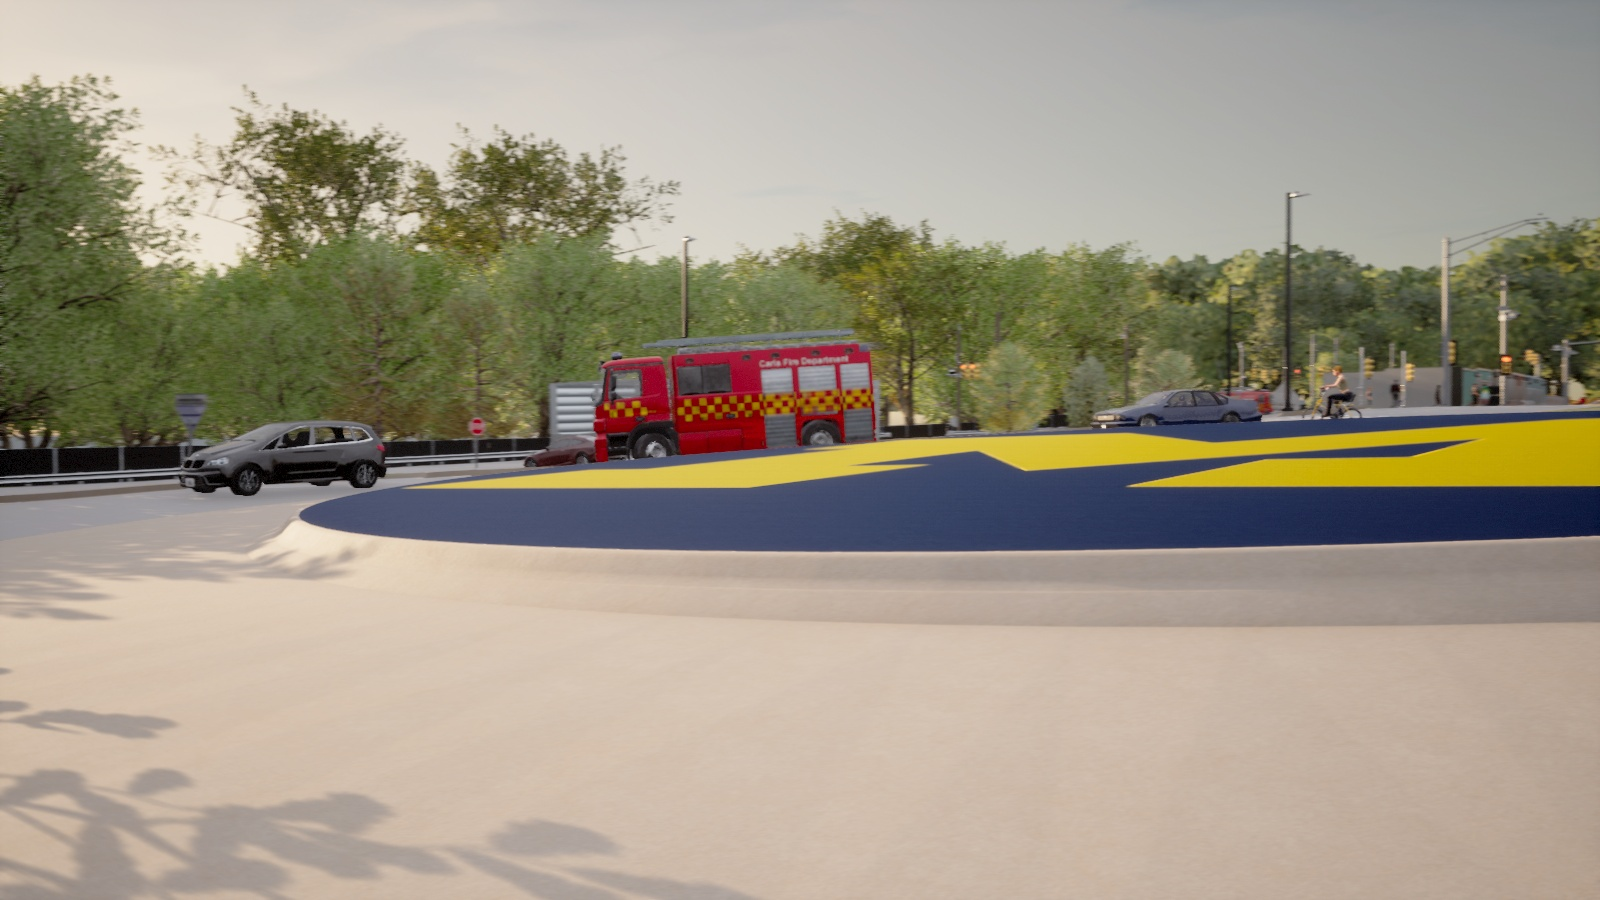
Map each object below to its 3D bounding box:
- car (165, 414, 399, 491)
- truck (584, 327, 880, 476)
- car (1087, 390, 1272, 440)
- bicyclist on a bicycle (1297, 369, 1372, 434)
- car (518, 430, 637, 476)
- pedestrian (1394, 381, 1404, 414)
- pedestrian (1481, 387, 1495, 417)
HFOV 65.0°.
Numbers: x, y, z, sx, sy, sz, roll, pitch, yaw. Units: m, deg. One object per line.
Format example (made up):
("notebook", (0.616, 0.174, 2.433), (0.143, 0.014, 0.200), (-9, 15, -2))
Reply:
("car", (-12.227, -0.012, 29.908), (2.242, 1.667, 4.611), (1, 2, 39))
("truck", (-2.141, -1.495, 38.224), (8.468, 3.827, 2.891), (-4, 2, -9))
("car", (12.002, -1.110, 39.760), (5.357, 1.411, 2.033), (-2, 1, -17))
("bicyclist on a bicycle", (13.702, -1.256, 32.235), (1.509, 1.612, 0.866), (4, 3, 40))
("car", (-8.928, 0.124, 50.265), (4.674, 1.442, 1.812), (-5, -2, 35))
("pedestrian", (34.390, -3.009, 72.126), (0.376, 1.854, 0.720), (1, 1, 37))
("pedestrian", (46.756, -3.258, 85.329), (0.659, 1.952, 0.873), (1, 1, 20))
